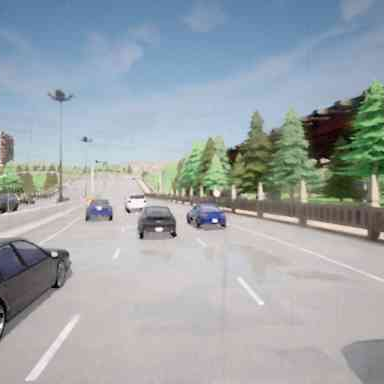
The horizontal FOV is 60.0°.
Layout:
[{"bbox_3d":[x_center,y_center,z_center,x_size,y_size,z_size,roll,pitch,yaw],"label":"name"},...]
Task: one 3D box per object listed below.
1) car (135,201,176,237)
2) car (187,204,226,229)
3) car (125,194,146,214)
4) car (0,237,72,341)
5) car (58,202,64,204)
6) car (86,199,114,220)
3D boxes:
[{"bbox_3d":[-1.978,1.486,17.931,1.837,1.490,4.892,0,0,-10],"label":"car"},{"bbox_3d":[0.874,1.484,21.562,1.812,1.442,4.674,0,0,-11],"label":"car"},{"bbox_3d":[-6.450,1.194,38.105,2.150,2.045,5.566,0,0,-13],"label":"car"},{"bbox_3d":[-3.824,1.558,6.074,2.033,1.411,5.357,0,0,-4],"label":"car"},{"bbox_3d":[-21.523,1.517,55.828,2.128,1.511,4.902,0,0,-13],"label":"car"},{"bbox_3d":[-7.772,1.346,28.254,2.097,1.767,4.553,0,0,-13],"label":"car"}]
